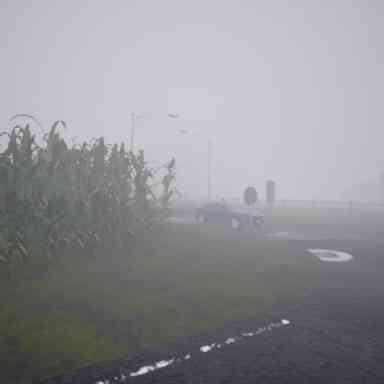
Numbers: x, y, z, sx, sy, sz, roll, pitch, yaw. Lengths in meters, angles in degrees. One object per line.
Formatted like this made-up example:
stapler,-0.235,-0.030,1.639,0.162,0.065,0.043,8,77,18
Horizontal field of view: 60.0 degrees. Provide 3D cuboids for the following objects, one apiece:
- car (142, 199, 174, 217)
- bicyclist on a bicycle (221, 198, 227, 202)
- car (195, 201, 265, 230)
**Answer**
car,-3.634,1.273,28.250,2.033,1.411,5.357,1,0,-36
bicyclist on a bicycle,2.845,1.311,29.465,1.656,1.620,0.582,0,1,-36
car,2.177,1.328,20.181,1.882,1.535,5.008,1,0,-36
